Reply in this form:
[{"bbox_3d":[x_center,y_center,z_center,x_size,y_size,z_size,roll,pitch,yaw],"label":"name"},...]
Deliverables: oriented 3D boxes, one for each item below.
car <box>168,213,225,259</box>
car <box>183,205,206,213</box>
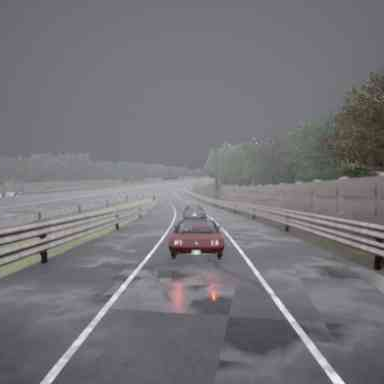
[{"bbox_3d":[0.195,1.712,13.133,1.895,1.301,4.718,0,0,1],"label":"car"},{"bbox_3d":[0.166,1.797,28.435,1.994,1.385,4.181,0,0,-1],"label":"car"}]
